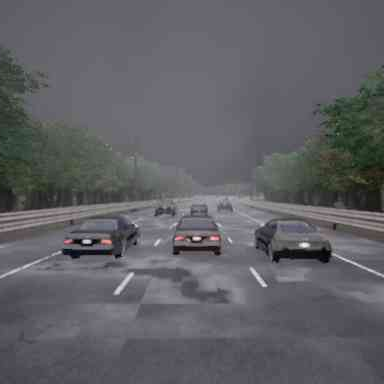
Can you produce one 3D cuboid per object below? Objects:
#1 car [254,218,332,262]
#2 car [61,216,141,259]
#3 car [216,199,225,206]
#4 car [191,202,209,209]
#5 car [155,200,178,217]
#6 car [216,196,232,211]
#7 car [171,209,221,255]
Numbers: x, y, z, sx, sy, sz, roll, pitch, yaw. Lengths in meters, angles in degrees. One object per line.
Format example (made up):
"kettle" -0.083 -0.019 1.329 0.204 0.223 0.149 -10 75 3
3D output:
"car" 3.594 1.673 12.538 1.994 1.385 4.181 0 -1 1
"car" -3.306 1.653 13.089 2.033 1.411 5.357 0 -1 1
"car" 6.199 2.294 72.622 1.882 1.535 5.008 0 -1 4
"car" 0.861 1.875 38.201 2.128 1.511 4.902 0 -1 2
"car" -2.708 1.706 36.328 2.097 1.767 4.553 0 -1 2
"car" 4.734 1.875 48.794 2.097 1.767 4.553 0 -1 3
"car" 0.204 1.664 13.876 2.033 1.411 5.357 0 -1 1
